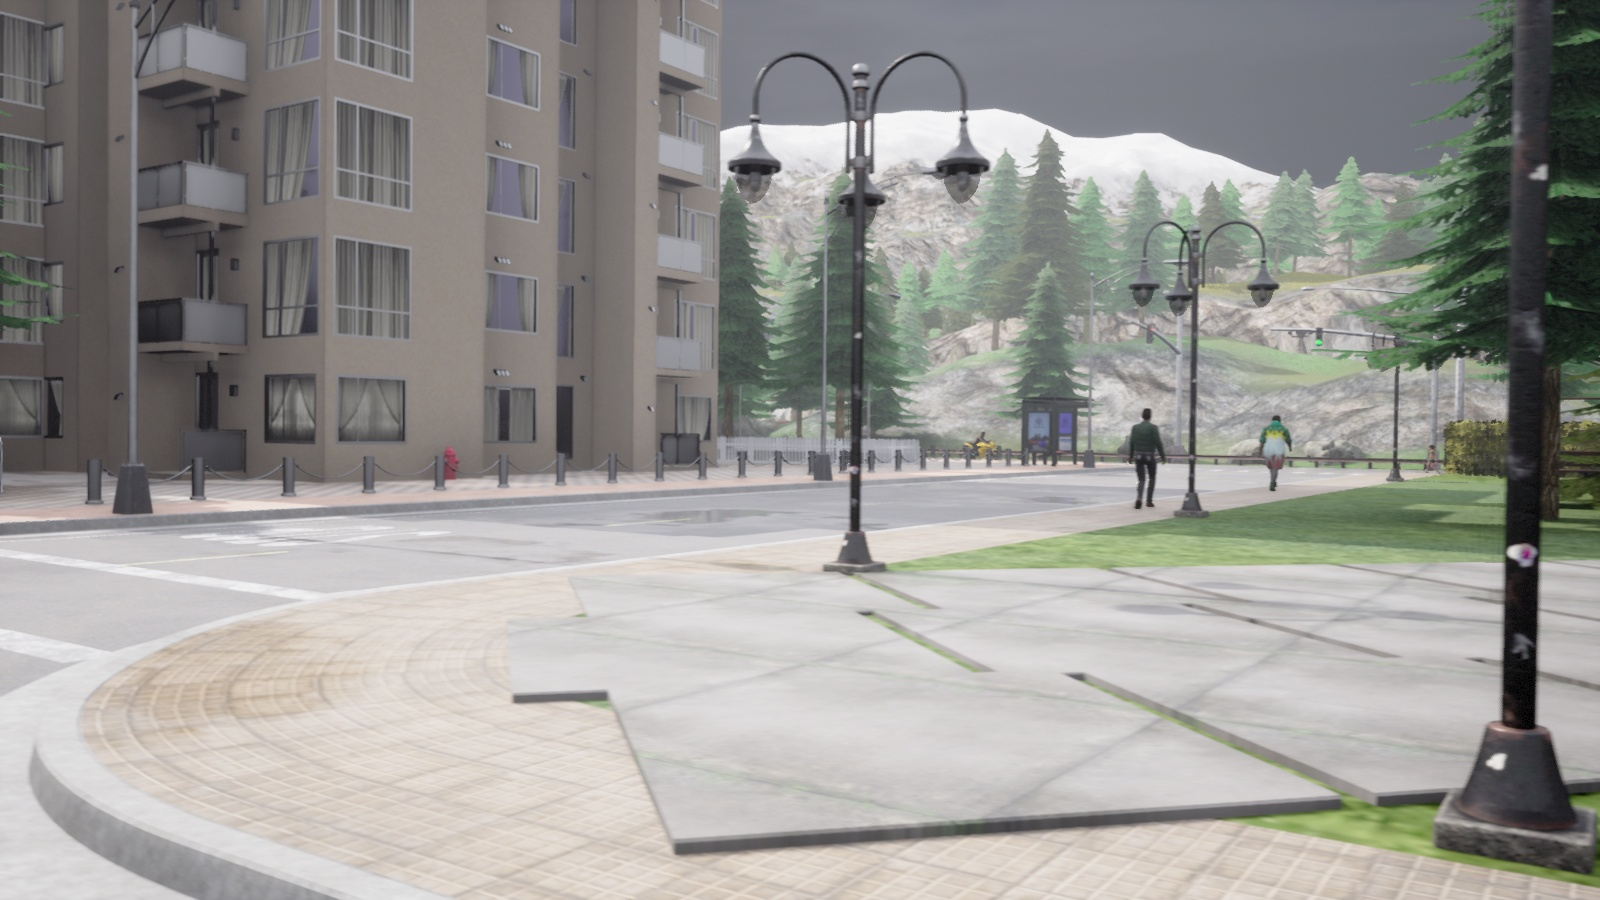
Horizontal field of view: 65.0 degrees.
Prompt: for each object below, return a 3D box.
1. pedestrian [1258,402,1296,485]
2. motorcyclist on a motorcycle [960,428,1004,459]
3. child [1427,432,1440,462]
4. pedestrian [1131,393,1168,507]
[{"bbox_3d":[11.415,-0.168,30.044,0.659,1.952,0.873,0,1,34],"label":"pedestrian"},{"bbox_3d":[9.107,-0.348,62.917,2.044,1.523,0.797,0,1,35],"label":"motorcyclist on a motorcycle"},{"bbox_3d":[23.342,-0.115,46.267,0.394,1.110,0.255,0,1,34],"label":"child"},{"bbox_3d":[6.124,-0.010,22.009,0.423,1.949,0.788,0,1,32],"label":"pedestrian"}]
